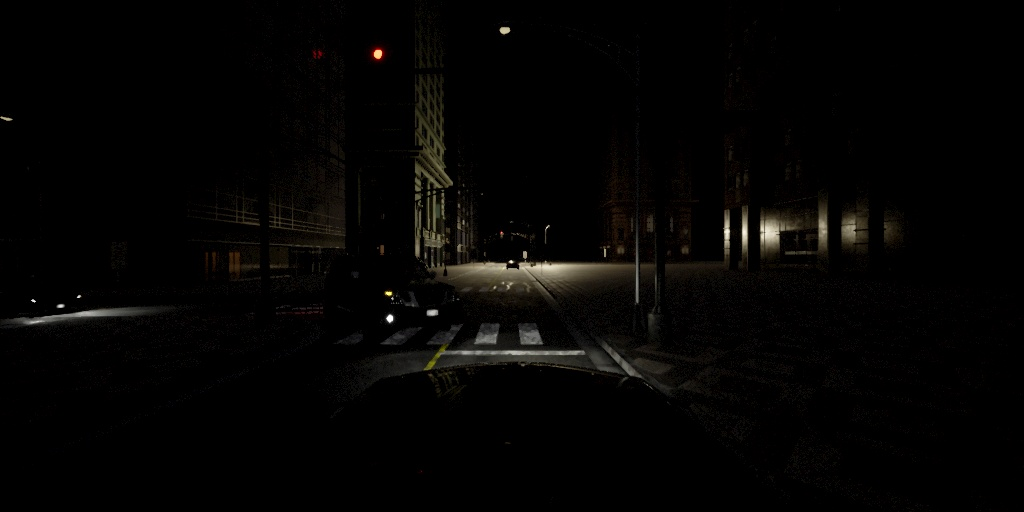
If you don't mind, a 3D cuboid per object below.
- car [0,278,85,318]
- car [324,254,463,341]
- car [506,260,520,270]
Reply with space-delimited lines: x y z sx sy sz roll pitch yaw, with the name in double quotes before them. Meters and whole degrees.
"car" -20.001 1.578 13.753 5.357 1.411 2.033 -1 0 -1
"car" -3.666 0.979 10.354 2.150 2.045 5.566 2 -2 -42
"car" 0.121 1.325 53.391 1.994 1.385 4.181 0 0 0
